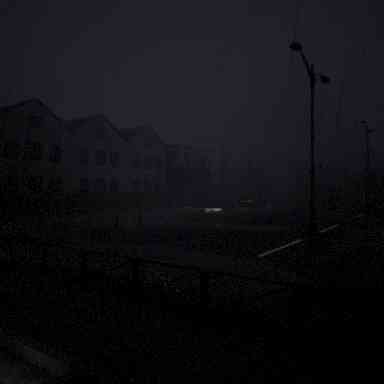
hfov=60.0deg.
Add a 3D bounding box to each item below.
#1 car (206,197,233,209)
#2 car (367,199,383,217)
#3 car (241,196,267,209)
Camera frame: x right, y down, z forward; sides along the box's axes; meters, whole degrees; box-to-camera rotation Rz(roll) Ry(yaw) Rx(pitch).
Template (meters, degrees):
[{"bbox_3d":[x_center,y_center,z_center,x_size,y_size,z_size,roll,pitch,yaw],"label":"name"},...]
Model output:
[{"bbox_3d":[3.645,1.334,43.094,1.812,1.442,4.674,0,0,35],"label":"car"},{"bbox_3d":[15.422,1.298,26.809,2.007,1.523,4.514,0,0,35],"label":"car"},{"bbox_3d":[7.980,1.313,42.817,1.837,1.490,4.892,0,0,35],"label":"car"}]
